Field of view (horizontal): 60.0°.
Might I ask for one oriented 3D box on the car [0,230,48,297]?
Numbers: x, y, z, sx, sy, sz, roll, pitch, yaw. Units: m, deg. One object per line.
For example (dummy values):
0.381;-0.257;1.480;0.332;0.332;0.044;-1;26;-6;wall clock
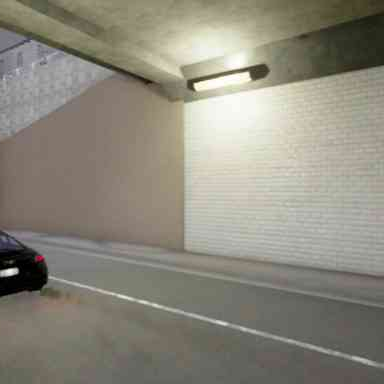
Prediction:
-5.224;1.547;7.721;4.181;1.385;1.994;0;0;35;car
